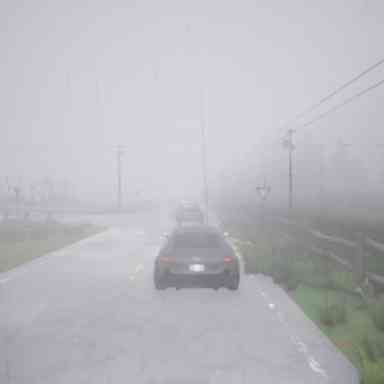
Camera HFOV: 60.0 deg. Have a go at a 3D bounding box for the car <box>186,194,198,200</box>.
[{"bbox_3d":[0.153,1.541,75.237,2.097,1.767,4.553,0,0,-3],"label":"car"}]

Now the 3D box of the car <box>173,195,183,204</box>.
[{"bbox_3d":[-2.843,1.536,69.875,2.097,1.767,4.553,0,0,-2],"label":"car"}]

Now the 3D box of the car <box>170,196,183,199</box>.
[{"bbox_3d":[-2.825,1.647,54.446,1.837,1.490,4.892,0,0,1],"label":"car"}]

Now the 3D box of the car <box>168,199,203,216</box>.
[{"bbox_3d":[-0.483,1.555,24.307,2.128,1.511,4.902,0,0,-12],"label":"car"}]

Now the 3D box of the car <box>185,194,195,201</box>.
[{"bbox_3d":[-0.470,1.408,85.297,2.097,1.767,4.553,0,0,-5],"label":"car"}]

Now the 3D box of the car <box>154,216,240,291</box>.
[{"bbox_3d":[0.111,1.588,9.091,1.994,1.385,4.181,0,0,0],"label":"car"}]
